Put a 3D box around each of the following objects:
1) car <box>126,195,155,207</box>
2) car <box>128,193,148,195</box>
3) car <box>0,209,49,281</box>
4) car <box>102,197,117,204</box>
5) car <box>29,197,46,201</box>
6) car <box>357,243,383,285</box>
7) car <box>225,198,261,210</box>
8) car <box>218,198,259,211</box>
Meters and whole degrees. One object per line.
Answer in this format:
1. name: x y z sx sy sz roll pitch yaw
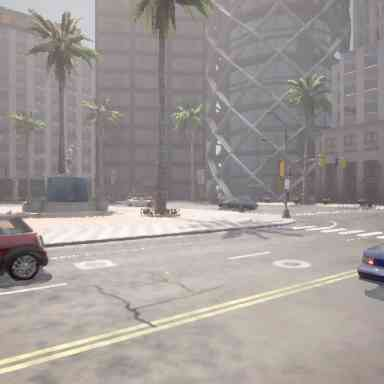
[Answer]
1. car: -7.650 1.525 50.115 4.674 1.442 1.812 0 0 19
2. car: -7.949 1.224 53.896 5.566 2.045 2.150 0 0 17
3. car: -6.101 1.352 8.236 4.553 1.767 2.097 0 0 -35
4. car: -16.690 1.601 62.536 4.718 1.301 1.895 0 0 3
5. car: -27.950 1.564 61.657 4.181 1.385 1.994 0 0 -10
6. car: 6.233 1.547 8.220 5.357 1.411 2.033 0 0 -35
7. car: 6.675 1.526 44.234 1.812 1.442 4.674 0 0 -42
8. car: 5.435 1.601 40.453 1.895 1.301 4.718 0 0 -40
